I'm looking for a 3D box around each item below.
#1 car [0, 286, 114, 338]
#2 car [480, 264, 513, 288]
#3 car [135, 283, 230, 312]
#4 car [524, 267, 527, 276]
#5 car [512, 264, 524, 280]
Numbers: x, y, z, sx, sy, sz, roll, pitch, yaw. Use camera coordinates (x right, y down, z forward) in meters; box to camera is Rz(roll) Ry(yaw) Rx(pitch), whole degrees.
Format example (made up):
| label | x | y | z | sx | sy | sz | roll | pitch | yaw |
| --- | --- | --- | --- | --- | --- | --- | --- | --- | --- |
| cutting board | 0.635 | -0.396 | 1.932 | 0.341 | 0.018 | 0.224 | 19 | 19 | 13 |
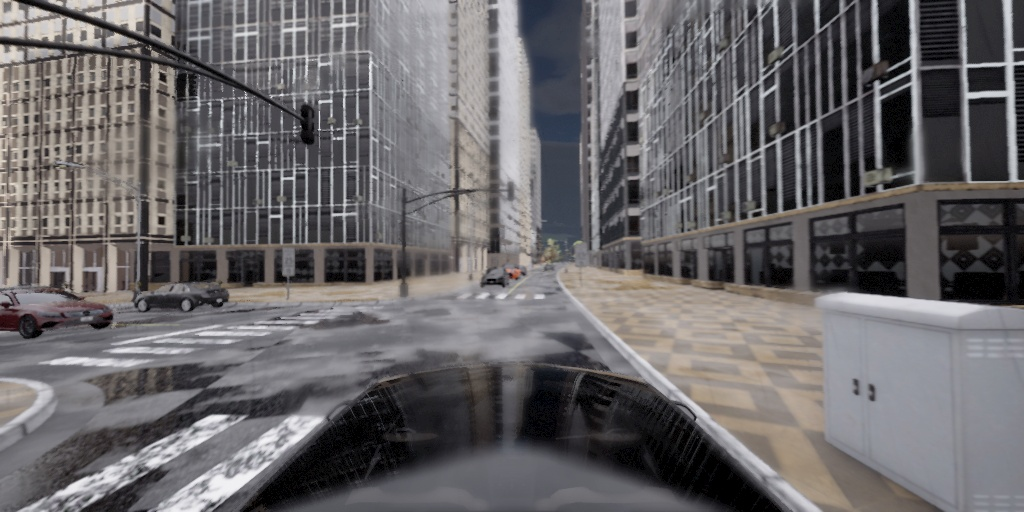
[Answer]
| label | x | y | z | sx | sy | sz | roll | pitch | yaw |
| --- | --- | --- | --- | --- | --- | --- | --- | --- | --- |
| car | -15.905 | 1.823 | 11.918 | 4.674 | 1.442 | 1.812 | -2 | -1 | 11 |
| car | -1.253 | 1.651 | 28.225 | 1.837 | 1.490 | 4.892 | -1 | -1 | 5 |
| car | -16.397 | 2.000 | 17.881 | 4.403 | 1.370 | 2.007 | 0 | 0 | 10 |
| car | 1.005 | 1.948 | 48.295 | 2.033 | 1.411 | 5.357 | -1 | -1 | 8 |
| car | -0.275 | 1.622 | 37.785 | 2.097 | 1.767 | 4.553 | -1 | -1 | 7 |
